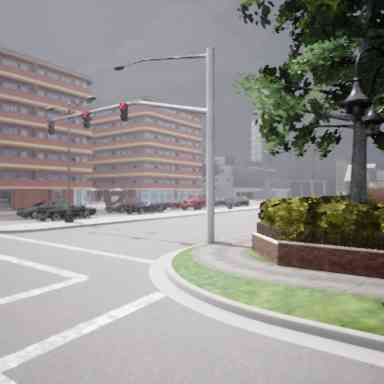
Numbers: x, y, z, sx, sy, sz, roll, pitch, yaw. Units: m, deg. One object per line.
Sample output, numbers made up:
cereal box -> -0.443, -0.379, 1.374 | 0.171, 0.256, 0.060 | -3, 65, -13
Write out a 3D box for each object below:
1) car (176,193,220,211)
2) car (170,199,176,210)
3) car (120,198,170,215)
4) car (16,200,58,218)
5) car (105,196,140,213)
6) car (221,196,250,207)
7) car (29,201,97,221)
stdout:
car -> 0.839, 1.209, 41.866 | 2.150, 2.045, 5.566 | 0, 0, 36
car -> -2.098, 1.586, 43.781 | 1.895, 1.301, 4.718 | 0, 0, 36
car -> -4.720, 1.586, 34.210 | 1.895, 1.301, 4.718 | 0, 0, 36
car -> -12.723, 1.490, 29.129 | 1.837, 1.490, 4.892 | 0, 0, 36
car -> -7.336, 1.337, 36.554 | 2.097, 1.767, 4.553 | 0, 0, 35
car -> 6.874, 1.339, 50.145 | 2.097, 1.767, 4.553 | 0, 0, 36
car -> -10.115, 1.588, 26.801 | 1.895, 1.301, 4.718 | 0, 0, 33
